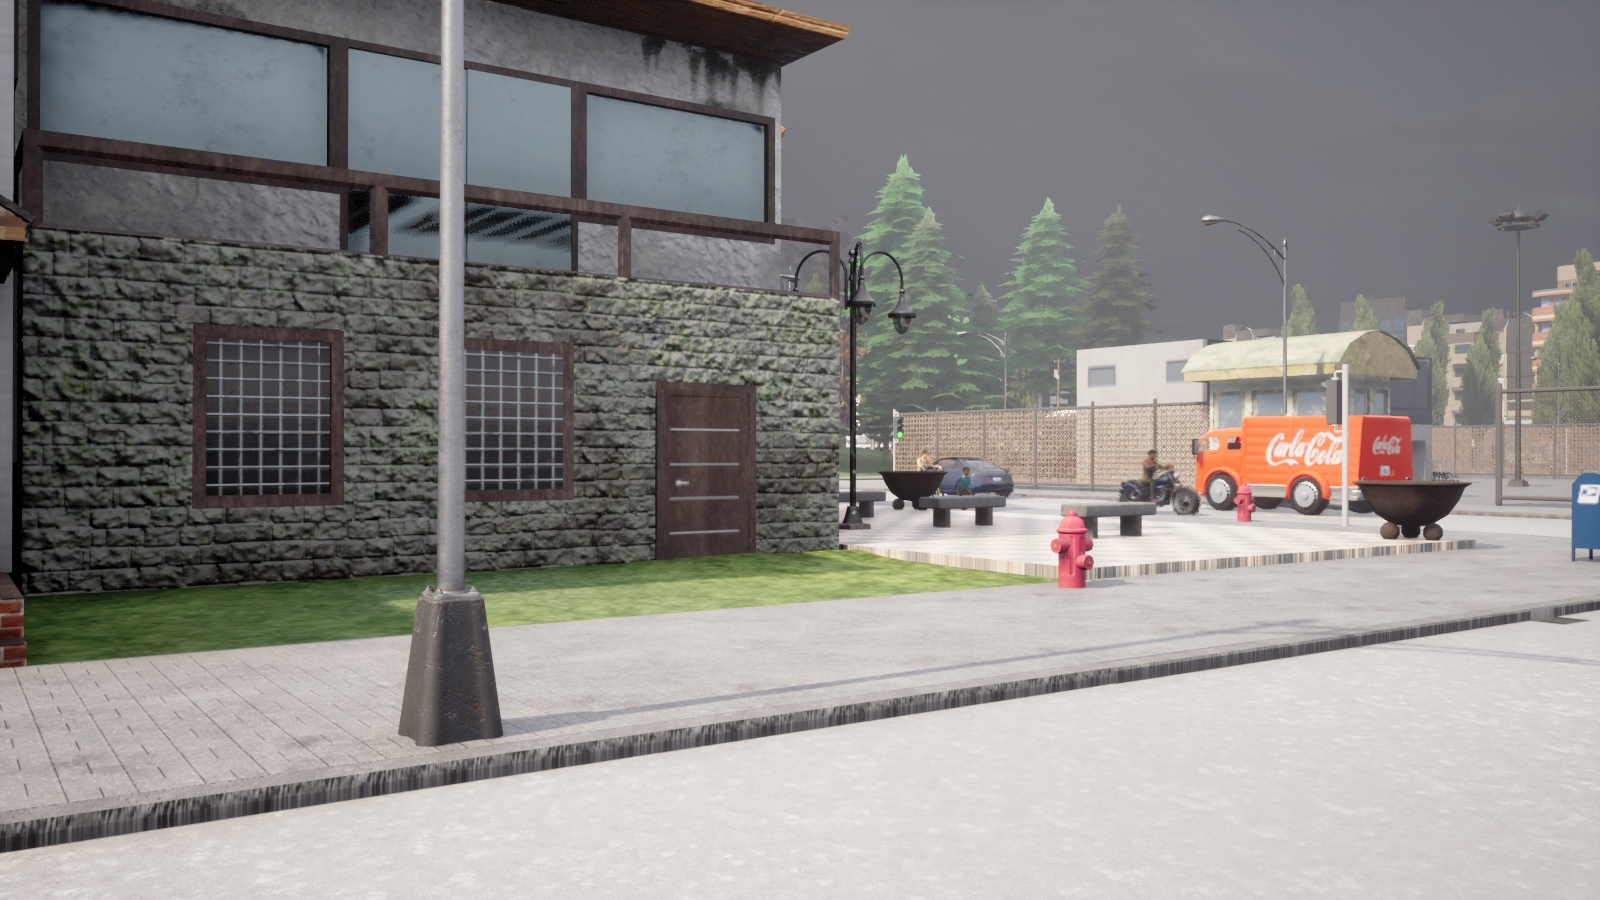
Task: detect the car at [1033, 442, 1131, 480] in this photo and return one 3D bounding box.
[{"bbox_3d":[15.841,0.605,70.491,5.566,2.045,2.150,0,0,-35],"label":"car"}]

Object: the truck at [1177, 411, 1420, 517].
[{"bbox_3d":[12.645,0.316,32.206,2.627,2.467,5.204,0,0,-33],"label":"truck"}]

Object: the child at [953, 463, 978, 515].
[{"bbox_3d":[3.833,0.897,29.130,0.343,1.192,0.448,0,0,-39],"label":"child"}]

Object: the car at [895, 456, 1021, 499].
[{"bbox_3d":[5.323,0.901,42.793,1.994,1.385,4.181,0,0,-34],"label":"car"}]

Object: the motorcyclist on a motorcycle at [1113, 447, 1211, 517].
[{"bbox_3d":[8.834,0.752,30.777,0.766,1.649,2.350,0,0,-35],"label":"motorcyclist on a motorcycle"}]

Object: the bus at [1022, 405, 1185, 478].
[{"bbox_3d":[18.818,-0.482,77.447,10.273,4.253,3.944,0,0,-35],"label":"bus"}]
